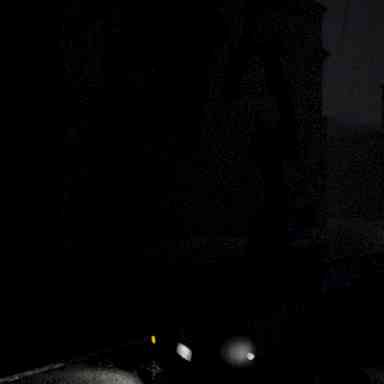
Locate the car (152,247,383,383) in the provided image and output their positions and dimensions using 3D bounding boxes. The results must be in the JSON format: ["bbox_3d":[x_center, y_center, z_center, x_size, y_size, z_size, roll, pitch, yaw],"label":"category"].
[{"bbox_3d":[1.535,1.552,4.785,4.181,1.385,1.994,0,0,-36],"label":"car"}]
